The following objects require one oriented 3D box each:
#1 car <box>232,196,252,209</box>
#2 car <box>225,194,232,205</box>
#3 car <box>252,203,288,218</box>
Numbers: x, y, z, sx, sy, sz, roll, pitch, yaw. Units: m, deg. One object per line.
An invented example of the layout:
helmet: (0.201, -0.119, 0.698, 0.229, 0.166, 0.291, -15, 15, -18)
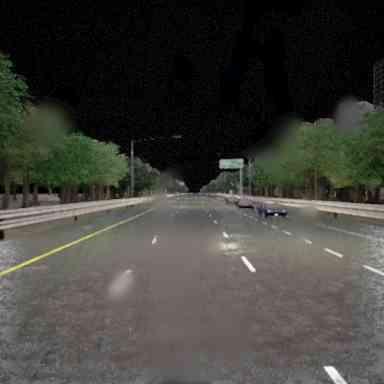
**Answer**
car: (7.110, 1.601, 45.890, 1.994, 1.385, 4.181, 0, 0, 0)
car: (7.200, 1.535, 61.685, 2.128, 1.511, 4.902, 0, 0, 0)
car: (7.045, 1.623, 29.929, 1.895, 1.301, 4.718, 0, 0, 0)
